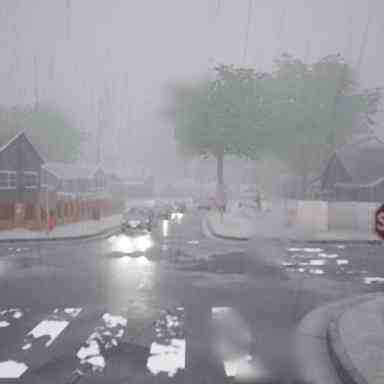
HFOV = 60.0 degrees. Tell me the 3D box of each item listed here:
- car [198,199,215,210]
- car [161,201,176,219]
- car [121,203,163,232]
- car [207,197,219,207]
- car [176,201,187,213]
[{"bbox_3d":[2.221,2.251,55.376,1.994,1.385,4.181,0,-1,11],"label":"car"},{"bbox_3d":[-3.074,1.895,33.240,1.837,1.490,4.892,0,-1,3],"label":"car"},{"bbox_3d":[-3.385,1.744,21.901,2.128,1.511,4.902,0,-1,0],"label":"car"},{"bbox_3d":[4.143,2.016,65.136,2.150,2.045,5.566,0,-1,14],"label":"car"},{"bbox_3d":[-1.890,2.051,46.428,2.128,1.511,4.902,0,-1,7],"label":"car"}]
